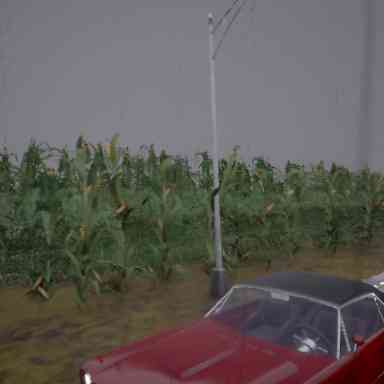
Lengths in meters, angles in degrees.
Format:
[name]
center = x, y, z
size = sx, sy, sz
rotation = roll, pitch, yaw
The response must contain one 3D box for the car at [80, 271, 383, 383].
[car]
center = 1.129, 1.762, 3.907
size = 4.718, 1.301, 1.895
rotation = 1, -4, -42
